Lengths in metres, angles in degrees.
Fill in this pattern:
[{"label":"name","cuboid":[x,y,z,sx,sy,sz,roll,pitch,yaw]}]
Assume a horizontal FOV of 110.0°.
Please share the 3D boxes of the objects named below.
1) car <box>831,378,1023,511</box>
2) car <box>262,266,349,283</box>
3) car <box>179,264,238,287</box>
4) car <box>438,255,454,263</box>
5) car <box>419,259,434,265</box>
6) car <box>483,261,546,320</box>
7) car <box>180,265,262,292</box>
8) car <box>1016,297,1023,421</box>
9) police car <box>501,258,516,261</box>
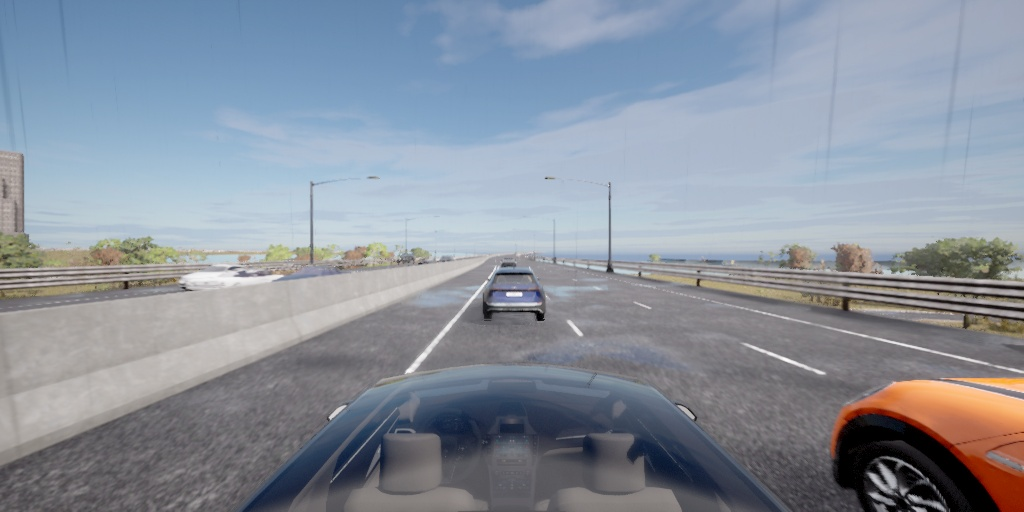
[{"label":"car","cuboid":[3.592,1.105,0.946,2.097,1.767,4.553,0,0,0]},{"label":"car","cuboid":[-10.702,1.257,19.598,2.033,1.411,5.357,0,0,-1]},{"label":"car","cuboid":[-17.731,1.230,22.016,1.812,1.442,4.674,0,0,-1]},{"label":"car","cuboid":[-11.591,0.899,63.334,2.150,2.045,5.566,0,0,-2]},{"label":"car","cuboid":[-15.089,1.228,63.213,1.895,1.301,4.718,0,0,-2]},{"label":"car","cuboid":[0.055,1.156,12.528,2.033,1.649,4.856,0,0,0]},{"label":"car","cuboid":[-14.194,1.313,18.818,1.895,1.301,4.718,0,0,-1]},{"label":"car","cuboid":[7.093,1.255,1.945,1.837,1.490,4.892,0,0,0]},{"label":"police car","cuboid":[-0.417,1.061,43.668,1.930,1.638,5.238,0,0,-1]}]
